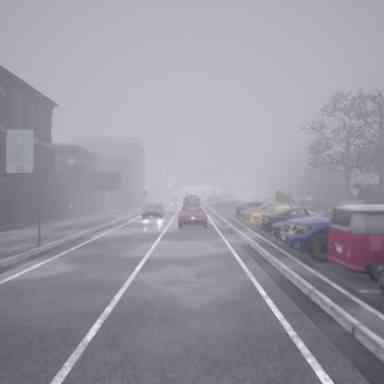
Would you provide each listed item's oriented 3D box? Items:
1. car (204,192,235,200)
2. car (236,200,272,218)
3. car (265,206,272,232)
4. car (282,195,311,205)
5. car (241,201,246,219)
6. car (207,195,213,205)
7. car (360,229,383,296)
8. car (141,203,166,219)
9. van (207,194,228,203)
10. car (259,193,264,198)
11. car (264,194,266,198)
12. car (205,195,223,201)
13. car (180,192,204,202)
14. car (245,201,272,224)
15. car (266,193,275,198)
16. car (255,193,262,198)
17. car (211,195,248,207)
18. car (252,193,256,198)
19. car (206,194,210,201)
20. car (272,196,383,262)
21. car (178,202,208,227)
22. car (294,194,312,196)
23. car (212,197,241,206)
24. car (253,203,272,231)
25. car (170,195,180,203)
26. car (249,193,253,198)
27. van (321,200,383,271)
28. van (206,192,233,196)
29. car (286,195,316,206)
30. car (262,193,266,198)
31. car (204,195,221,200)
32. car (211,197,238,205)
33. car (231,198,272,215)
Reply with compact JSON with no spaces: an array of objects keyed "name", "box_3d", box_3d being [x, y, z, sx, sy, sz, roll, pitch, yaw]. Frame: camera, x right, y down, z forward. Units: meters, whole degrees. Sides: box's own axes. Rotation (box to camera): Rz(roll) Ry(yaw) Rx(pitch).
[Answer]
[{"name":"car","box_3d":[5.770,1.335,71.545,5.566,2.045,2.435,0,0,0]},{"name":"car","box_3d":[6.082,1.564,26.044,4.674,1.452,2.002,0,0,0]},{"name":"car","box_3d":[6.079,1.537,14.742,5.008,1.535,2.097,0,0,0]},{"name":"car","box_3d":[18.933,1.494,60.567,4.553,1.767,2.185,0,0,0]},{"name":"car","box_3d":[6.081,1.568,23.219,4.674,1.452,2.002,0,0,0]},{"name":"car","box_3d":[5.649,1.634,54.847,5.366,1.575,1.946,0,0,0]},{"name":"car","box_3d":[6.073,1.587,6.265,4.674,1.452,2.002,0,0,0]},{"name":"car","box_3d":[-3.429,1.677,30.682,2.033,1.411,5.357,0,0,0]},{"name":"van","box_3d":[5.675,1.352,74.328,4.442,1.987,1.878,0,0,0]},{"name":"car","box_3d":[18.836,1.598,77.153,4.792,1.488,2.163,0,0,0]},{"name":"car","box_3d":[19.063,1.582,71.707,5.366,1.575,1.946,0,0,0]},{"name":"car","box_3d":[5.764,1.570,88.246,4.674,1.452,2.002,0,0,0]},{"name":"car","box_3d":[-0.036,1.347,40.893,2.150,2.045,5.566,0,0,0]},{"name":"car","box_3d":[6.262,1.528,20.393,5.366,1.575,1.946,0,0,0]},{"name":"car","box_3d":[18.912,1.343,68.921,5.566,2.045,2.435,0,0,0]},{"name":"car","box_3d":[18.885,1.424,82.721,4.553,1.767,2.185,0,0,0]},{"name":"car","box_3d":[5.855,1.686,52.205,4.674,1.452,2.002,1,0,0]},{"name":"car","box_3d":[18.854,1.541,85.507,4.892,1.521,2.231,0,0,0]},{"name":"car","box_3d":[5.804,1.605,65.980,4.892,1.521,2.231,0,0,0]},{"name":"car","box_3d":[6.045,1.289,11.915,5.566,2.045,2.435,0,0,0]},{"name":"car","box_3d":[0.053,1.677,23.552,1.994,1.385,4.181,0,0,0]},{"name":"car","box_3d":[18.889,1.519,52.086,4.553,1.767,2.185,0,0,0]},{"name":"car","box_3d":[5.857,1.658,57.630,4.792,1.488,2.163,0,0,0]},{"name":"car","box_3d":[6.070,1.534,17.567,5.008,1.535,2.097,0,0,0]},{"name":"car","box_3d":[-3.560,1.407,71.312,2.097,1.767,4.553,0,0,0]},{"name":"car","box_3d":[18.814,1.278,88.290,5.566,2.045,2.435,0,0,0]},{"name":"van","box_3d":[6.188,1.318,9.090,4.442,1.987,1.878,0,0,0]},{"name":"van","box_3d":[5.687,1.369,68.886,4.442,1.987,1.878,0,0,0]},{"name":"car","box_3d":[18.939,1.502,57.782,4.553,1.767,2.185,0,0,0]},{"name":"car","box_3d":[18.877,1.577,74.366,5.008,1.535,2.097,0,0,0]},{"name":"car","box_3d":[5.720,1.538,93.813,4.792,1.488,2.163,0,0,0]},{"name":"car","box_3d":[5.825,1.660,60.413,4.674,1.452,2.002,0,0,0]},{"name":"car","box_3d":[6.110,1.551,28.871,4.792,1.488,2.163,0,0,0]}]
